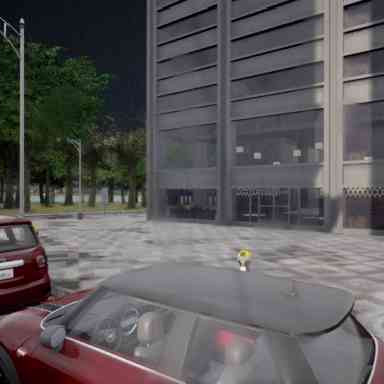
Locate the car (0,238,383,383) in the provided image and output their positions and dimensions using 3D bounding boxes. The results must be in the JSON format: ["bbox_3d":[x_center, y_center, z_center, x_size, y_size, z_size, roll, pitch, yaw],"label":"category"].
[{"bbox_3d":[-0.317,1.440,3.189,4.097,1.590,1.967,0,0,35],"label":"car"}]

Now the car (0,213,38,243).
[{"bbox_3d":[-4.744,1.315,6.346,5.009,1.841,2.192,0,0,35],"label":"car"}]
